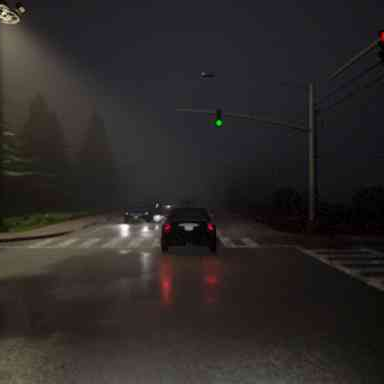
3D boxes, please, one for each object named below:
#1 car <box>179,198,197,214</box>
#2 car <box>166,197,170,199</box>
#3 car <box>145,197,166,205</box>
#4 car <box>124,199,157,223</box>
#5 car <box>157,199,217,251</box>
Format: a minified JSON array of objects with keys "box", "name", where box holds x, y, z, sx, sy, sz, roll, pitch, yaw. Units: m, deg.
[{"box":[-0.480,1.500,36.900,1.837,1.490,4.892,0,0,-1],"name":"car"},{"box":[-4.366,1.528,54.884,2.033,1.411,5.357,0,0,-1],"name":"car"},{"box":[-4.128,1.337,33.986,2.097,1.767,4.553,0,0,-1],"name":"car"},{"box":[-4.007,1.511,25.828,1.812,1.442,4.674,0,0,-1],"name":"car"},{"box":[-0.141,1.339,14.191,2.097,1.767,4.553,0,0,-1],"name":"car"}]
